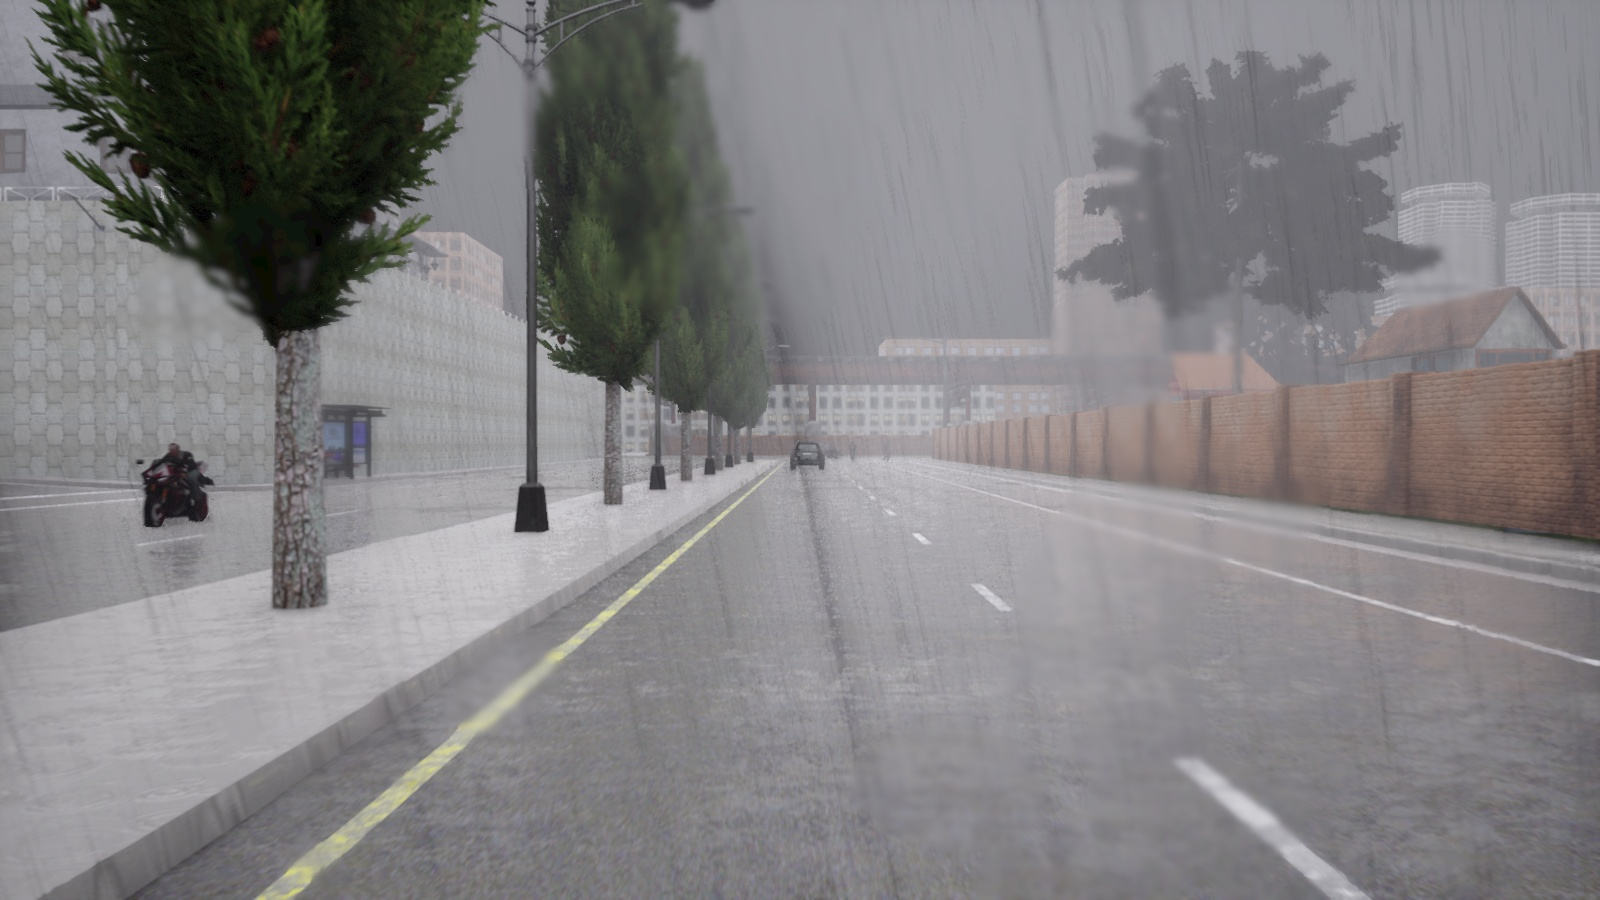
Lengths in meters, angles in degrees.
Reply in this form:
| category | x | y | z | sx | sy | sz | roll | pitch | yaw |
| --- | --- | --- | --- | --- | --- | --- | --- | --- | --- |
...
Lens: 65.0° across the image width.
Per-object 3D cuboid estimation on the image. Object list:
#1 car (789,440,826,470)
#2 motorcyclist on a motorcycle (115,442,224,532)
| category | x | y | z | sx | sy | sz | roll | pitch | yaw |
| --- | --- | --- | --- | --- | --- | --- | --- | --- | --- |
| car | 0.424 | 0.272 | 71.885 | 2.033 | 1.649 | 4.856 | 0 | 0 | 0 |
| motorcyclist on a motorcycle | -11.355 | 0.631 | 22.707 | 0.866 | 1.530 | 2.191 | 0 | 0 | 0 |
